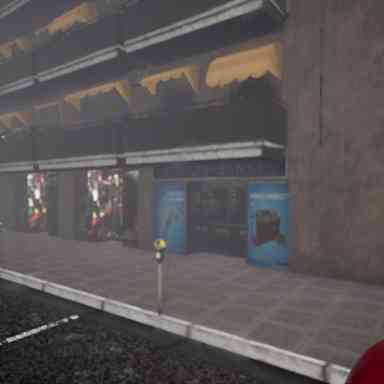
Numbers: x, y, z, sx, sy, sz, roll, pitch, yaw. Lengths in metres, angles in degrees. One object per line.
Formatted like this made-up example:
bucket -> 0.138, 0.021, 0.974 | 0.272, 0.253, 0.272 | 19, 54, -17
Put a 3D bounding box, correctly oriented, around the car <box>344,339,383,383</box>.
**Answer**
car -> 2.960, 1.328, 0.767 | 5.009, 1.841, 2.192 | 0, 0, 35
